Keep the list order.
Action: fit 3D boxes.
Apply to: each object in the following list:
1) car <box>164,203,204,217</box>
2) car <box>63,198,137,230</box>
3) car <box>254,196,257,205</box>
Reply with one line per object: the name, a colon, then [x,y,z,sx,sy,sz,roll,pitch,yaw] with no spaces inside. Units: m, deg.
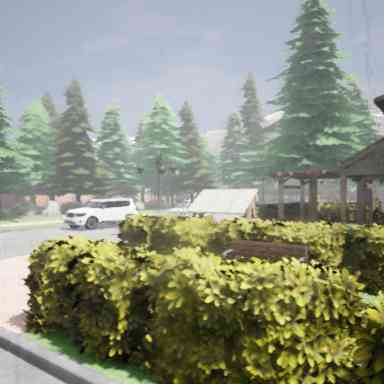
car: [-0.676,1.802,31.902,1.812,1.442,4.674,0,0,37]
car: [-6.427,1.499,23.972,2.150,2.045,5.566,0,0,36]
car: [5.888,1.495,40.384,2.150,2.045,5.566,0,0,40]
